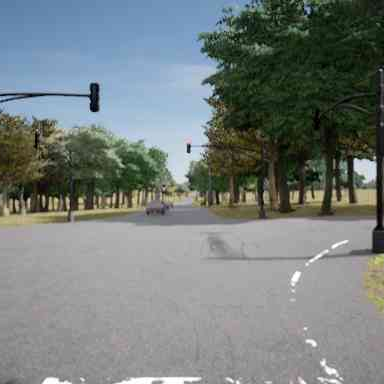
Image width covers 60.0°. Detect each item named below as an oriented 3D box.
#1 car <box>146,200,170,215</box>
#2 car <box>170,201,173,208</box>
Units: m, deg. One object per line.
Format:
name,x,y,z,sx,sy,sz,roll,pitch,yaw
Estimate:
car,-4.202,1.760,39.814,2.097,1.767,4.553,0,-1,0
car,-4.429,2.218,51.556,1.895,1.301,4.718,0,-1,-1
